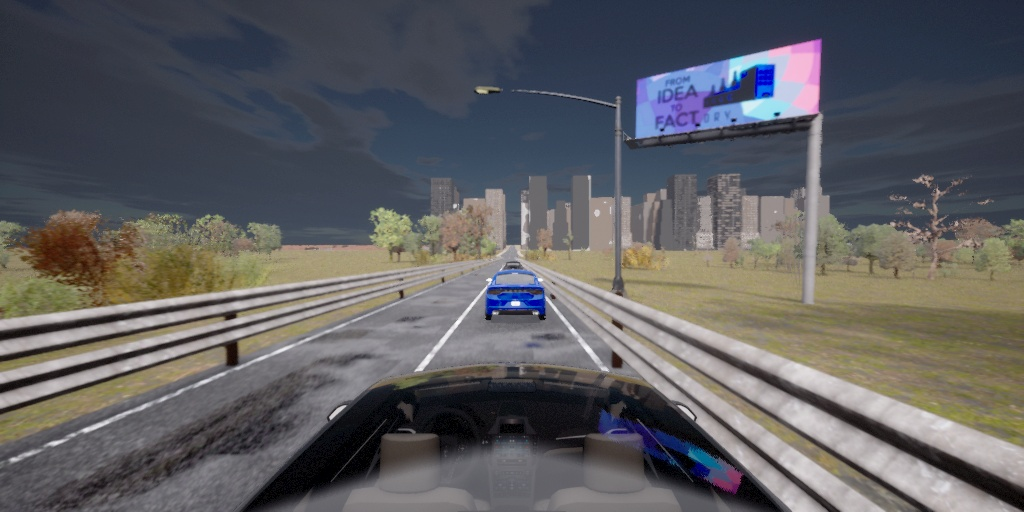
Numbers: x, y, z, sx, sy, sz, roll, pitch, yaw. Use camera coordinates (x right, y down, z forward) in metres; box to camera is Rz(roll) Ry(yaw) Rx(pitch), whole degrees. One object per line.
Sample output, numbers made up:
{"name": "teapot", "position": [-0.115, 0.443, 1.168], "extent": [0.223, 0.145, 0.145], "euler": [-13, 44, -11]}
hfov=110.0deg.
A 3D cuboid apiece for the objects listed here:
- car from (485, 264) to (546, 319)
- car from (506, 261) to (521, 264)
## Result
{"name": "car", "position": [0.106, 1.223, 12.803], "extent": [1.882, 1.535, 5.008], "euler": [0, 0, 0]}
{"name": "car", "position": [0.110, 1.243, 33.133], "extent": [1.837, 1.490, 4.892], "euler": [0, 0, 0]}
